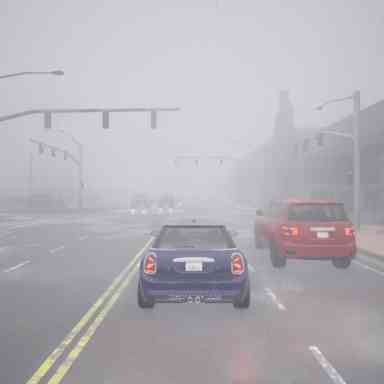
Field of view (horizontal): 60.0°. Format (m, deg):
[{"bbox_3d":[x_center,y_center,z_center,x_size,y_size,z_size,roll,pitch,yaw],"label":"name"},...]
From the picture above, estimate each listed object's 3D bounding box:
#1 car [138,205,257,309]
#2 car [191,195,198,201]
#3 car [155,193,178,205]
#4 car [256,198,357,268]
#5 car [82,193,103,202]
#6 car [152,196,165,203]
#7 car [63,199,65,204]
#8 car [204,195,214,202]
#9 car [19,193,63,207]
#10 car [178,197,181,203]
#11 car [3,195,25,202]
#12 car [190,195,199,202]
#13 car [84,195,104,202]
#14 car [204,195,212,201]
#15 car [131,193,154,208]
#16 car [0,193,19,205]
[{"bbox_3d":[0.043,1.352,8.050,2.097,1.767,4.553,0,0,0],"label":"car"},{"bbox_3d":[0.702,1.476,87.705,1.882,1.535,5.008,0,0,1],"label":"car"},{"bbox_3d":[-3.763,1.221,50.566,2.150,2.045,5.566,0,0,1],"label":"car"},{"bbox_3d":[3.539,1.221,11.390,2.150,2.045,5.566,0,0,2],"label":"car"},{"bbox_3d":[-21.563,1.155,70.147,3.866,1.878,1.905,0,0,0],"label":"car"},{"bbox_3d":[-6.781,1.546,68.367,2.033,1.411,5.357,0,0,2],"label":"car"},{"bbox_3d":[-21.503,1.155,50.524,3.866,1.878,1.905,0,0,0],"label":"car"},{"bbox_3d":[3.952,1.523,77.433,1.812,1.442,4.674,0,0,1],"label":"car"},{"bbox_3d":[-21.554,1.152,47.630,4.605,1.855,1.932,0,0,0],"label":"car"},{"bbox_3d":[-3.540,1.525,60.375,1.812,1.442,4.674,0,0,2],"label":"car"},{"bbox_3d":[-39.022,1.362,73.003,3.905,1.438,1.784,0,0,0],"label":"car"},{"bbox_3d":[0.455,1.499,77.616,1.837,1.490,4.892,0,0,1],"label":"car"},{"bbox_3d":[-21.555,1.394,73.043,3.806,1.475,1.970,0,0,0],"label":"car"},{"bbox_3d":[4.203,1.524,87.713,2.128,1.511,4.902,0,0,1],"label":"car"},{"bbox_3d":[-7.303,1.221,48.144,2.150,2.045,5.566,0,0,1],"label":"car"},{"bbox_3d":[-39.083,1.152,70.107,4.605,1.855,1.932,0,0,0],"label":"car"}]
